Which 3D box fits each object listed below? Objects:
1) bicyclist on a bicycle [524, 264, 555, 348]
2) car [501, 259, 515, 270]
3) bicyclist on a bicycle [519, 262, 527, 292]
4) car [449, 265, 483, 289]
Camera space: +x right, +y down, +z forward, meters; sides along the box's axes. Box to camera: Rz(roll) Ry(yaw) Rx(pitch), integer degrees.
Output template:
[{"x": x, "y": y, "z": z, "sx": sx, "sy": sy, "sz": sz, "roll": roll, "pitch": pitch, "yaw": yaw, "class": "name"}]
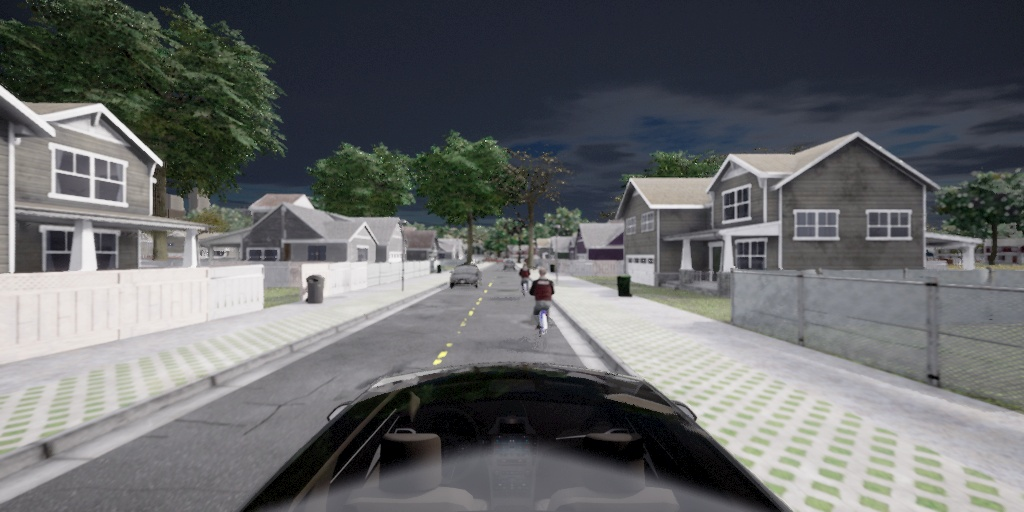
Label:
[{"x": 0.705, "y": 1.151, "z": 8.457, "sx": 0.659, "sy": 1.776, "sz": 1.843, "roll": 0, "pitch": 0, "yaw": -1, "class": "bicyclist on a bicycle"}, {"x": -0.410, "y": 1.517, "z": 60.457, "sx": 2.128, "sy": 1.511, "sz": 4.902, "roll": 0, "pitch": 0, "yaw": 0, "class": "car"}, {"x": 0.625, "y": 1.193, "z": 17.457, "sx": 0.659, "sy": 1.776, "sz": 1.843, "roll": 0, "pitch": 0, "yaw": -1, "class": "bicyclist on a bicycle"}, {"x": -3.042, "y": 1.360, "z": 24.307, "sx": 1.837, "sy": 1.490, "sz": 4.892, "roll": 0, "pitch": 0, "yaw": 0, "class": "car"}]
